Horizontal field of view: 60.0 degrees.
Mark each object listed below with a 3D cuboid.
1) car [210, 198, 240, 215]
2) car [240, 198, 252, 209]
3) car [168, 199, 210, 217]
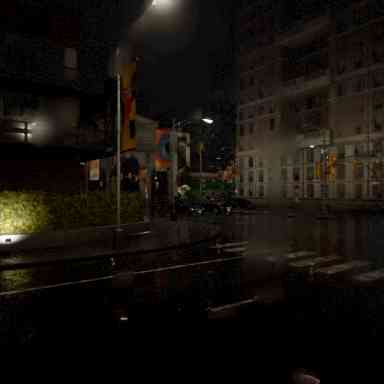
[{"bbox_3d":[2.170,1.491,34.229,2.128,1.511,4.902,0,0,-35],"label":"car"},{"bbox_3d":[5.694,1.504,43.441,1.837,1.490,4.892,0,0,-35],"label":"car"},{"bbox_3d":[-0.621,1.526,32.112,1.812,1.442,4.674,0,0,-35],"label":"car"}]
